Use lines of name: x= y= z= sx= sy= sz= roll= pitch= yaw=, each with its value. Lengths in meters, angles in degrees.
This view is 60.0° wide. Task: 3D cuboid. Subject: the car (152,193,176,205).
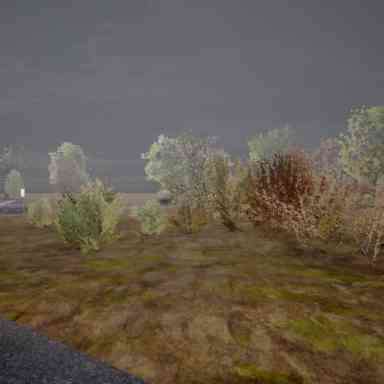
car: x=-4.795 y=1.244 z=55.786 sx=2.150 sy=2.045 sz=5.566 roll=0 pitch=1 yaw=40

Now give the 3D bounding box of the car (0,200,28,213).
car: x=-19.675 y=1.577 z=36.548 sx=1.994 sy=1.385 sz=4.181 roll=0 pitch=0 yaw=37
